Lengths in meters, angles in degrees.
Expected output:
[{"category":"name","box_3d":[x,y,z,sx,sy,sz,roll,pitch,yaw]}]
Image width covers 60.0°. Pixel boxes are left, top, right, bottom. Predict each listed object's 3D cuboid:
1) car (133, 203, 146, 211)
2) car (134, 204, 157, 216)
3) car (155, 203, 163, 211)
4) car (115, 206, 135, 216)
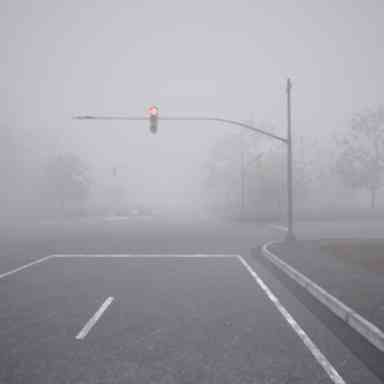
[{"category":"car","box_3d":[-10.484,3.043,67.051,1.895,1.301,4.718,0,1,0]},{"category":"car","box_3d":[-7.063,2.969,51.449,2.033,1.411,5.357,0,-1,0]},{"category":"car","box_3d":[-6.983,2.987,67.295,2.033,1.411,5.357,0,1,0]},{"category":"car","box_3d":[-10.562,3.020,51.309,1.895,1.301,4.718,0,-1,0]}]
